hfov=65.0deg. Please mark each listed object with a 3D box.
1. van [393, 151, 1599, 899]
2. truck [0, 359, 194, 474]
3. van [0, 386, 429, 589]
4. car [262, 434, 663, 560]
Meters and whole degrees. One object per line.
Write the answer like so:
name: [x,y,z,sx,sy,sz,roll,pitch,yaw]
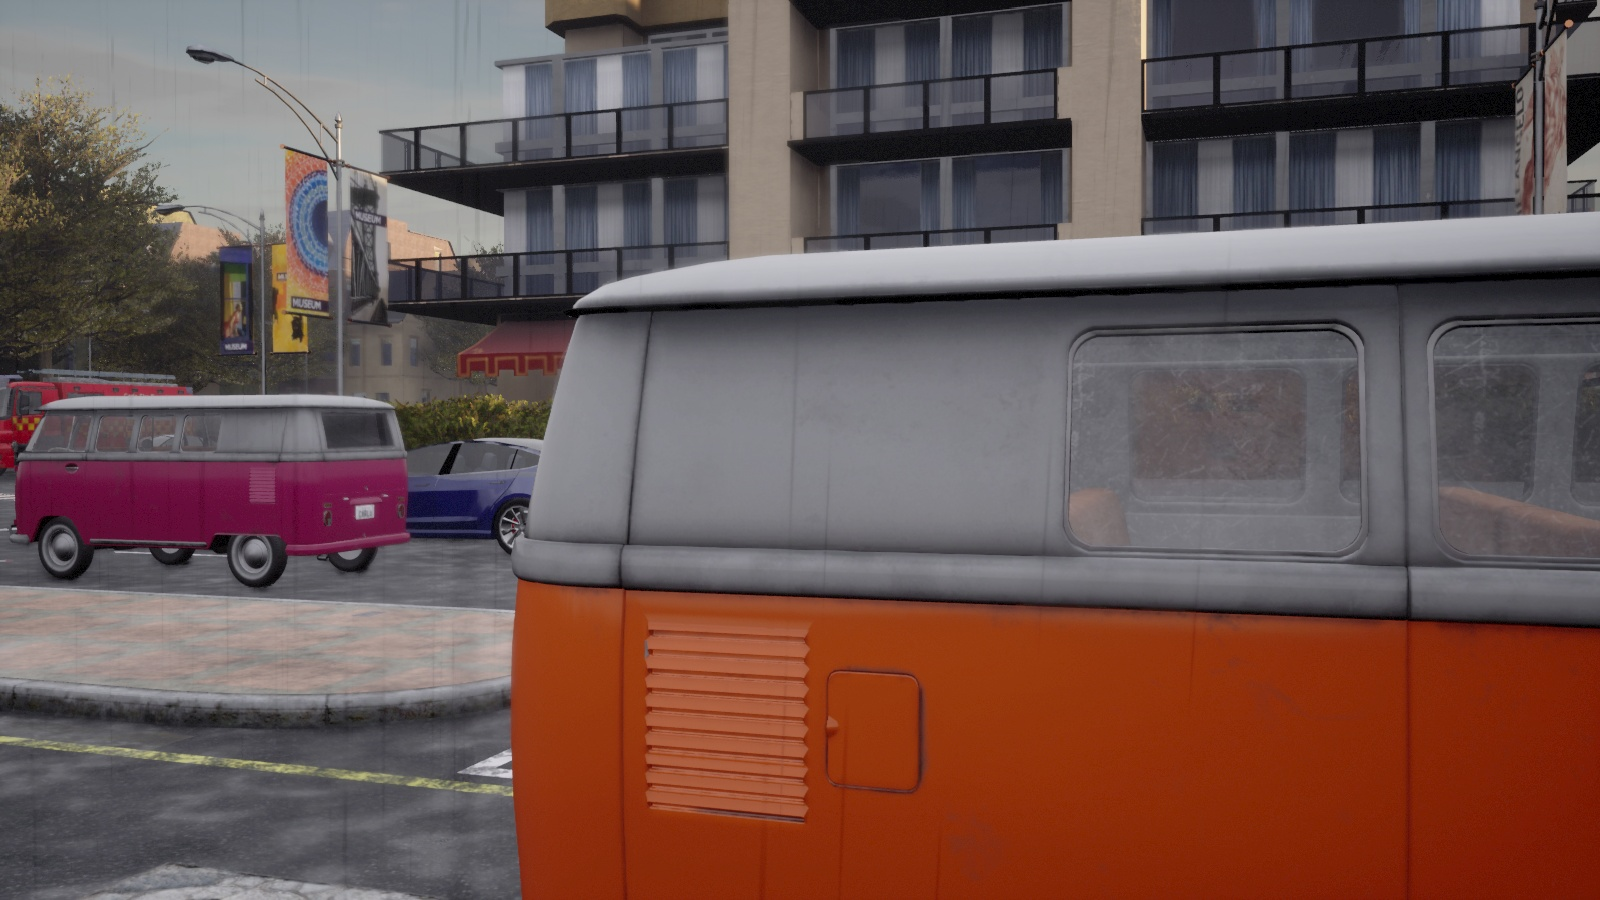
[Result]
van: [1.570,0.543,2.661,4.442,1.987,1.775,1,1,19]
truck: [-26.770,-1.180,46.298,2.891,3.827,8.468,1,1,18]
van: [-6.511,0.334,13.820,4.442,1.987,1.775,1,1,19]
car: [-4.484,0.540,16.834,4.792,1.488,2.163,1,1,19]
